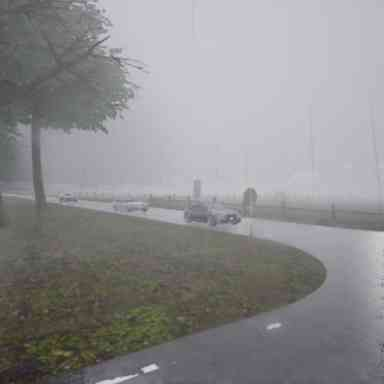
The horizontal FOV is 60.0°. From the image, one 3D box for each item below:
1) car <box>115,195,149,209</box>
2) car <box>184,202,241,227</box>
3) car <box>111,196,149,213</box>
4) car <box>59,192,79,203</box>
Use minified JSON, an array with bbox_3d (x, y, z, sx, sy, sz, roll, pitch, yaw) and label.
[{"bbox_3d":[-6.882,1.098,37.584,1.895,1.301,4.718,-1,1,-36],"label":"car"},{"bbox_3d":[1.230,1.369,21.434,1.994,1.385,4.181,-1,1,-34],"label":"car"},{"bbox_3d":[-5.858,1.211,31.268,1.895,1.301,4.718,-1,1,-35],"label":"car"},{"bbox_3d":[-17.955,0.831,48.248,1.837,1.490,4.892,-1,1,-35],"label":"car"}]
